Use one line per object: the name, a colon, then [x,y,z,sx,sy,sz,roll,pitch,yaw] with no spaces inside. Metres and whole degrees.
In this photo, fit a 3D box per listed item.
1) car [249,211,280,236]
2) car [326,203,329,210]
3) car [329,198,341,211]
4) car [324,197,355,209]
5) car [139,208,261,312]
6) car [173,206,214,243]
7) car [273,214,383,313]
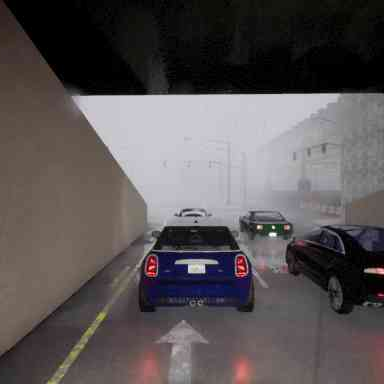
car: [3.585,1.601,16.949,1.895,1.301,4.718,0,0,0]
car: [17.504,1.453,39.339,2.038,1.542,4.974,0,0,45]
car: [17.403,1.453,34.732,2.038,1.542,4.974,0,0,-35]
car: [17.540,1.295,39.376,1.853,1.218,4.536,0,0,45]
car: [0.081,1.352,7.888,2.097,1.767,4.553,0,0,0]
car: [0.063,1.526,16.940,1.812,1.442,4.674,0,0,0]
car: [3.581,1.492,7.623,2.128,1.511,4.902,0,0,0]
